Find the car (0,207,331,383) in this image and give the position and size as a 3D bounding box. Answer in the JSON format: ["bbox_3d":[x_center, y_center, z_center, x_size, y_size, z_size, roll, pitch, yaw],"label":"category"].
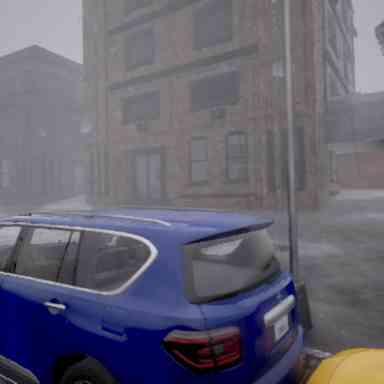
[{"bbox_3d":[-1.450,1.229,4.325,5.566,2.045,2.435,0,0,35],"label":"car"}]
